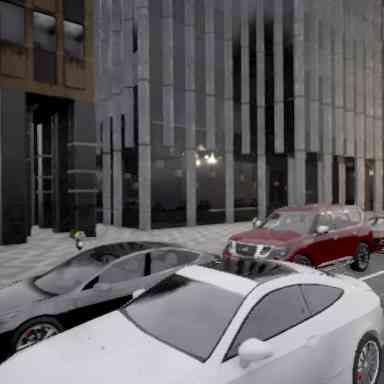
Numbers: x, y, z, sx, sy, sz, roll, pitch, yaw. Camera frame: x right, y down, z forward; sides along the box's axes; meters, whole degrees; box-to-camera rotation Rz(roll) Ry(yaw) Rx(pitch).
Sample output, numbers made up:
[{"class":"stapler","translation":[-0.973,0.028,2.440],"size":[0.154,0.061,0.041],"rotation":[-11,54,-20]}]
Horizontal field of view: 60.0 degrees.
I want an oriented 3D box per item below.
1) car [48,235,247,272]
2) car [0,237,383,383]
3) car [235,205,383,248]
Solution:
[{"class":"car","translation":[-1.306,1.596,5.769],"size":[4.313,1.339,1.947],"rotation":[0,0,-38]},{"class":"car","translation":[0.370,1.537,3.569],"size":[4.674,1.442,1.812],"rotation":[0,0,-38]},{"class":"car","translation":[3.146,1.325,9.224],"size":[5.009,1.841,2.192],"rotation":[0,0,-38]}]
